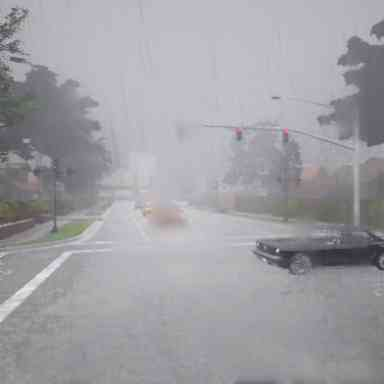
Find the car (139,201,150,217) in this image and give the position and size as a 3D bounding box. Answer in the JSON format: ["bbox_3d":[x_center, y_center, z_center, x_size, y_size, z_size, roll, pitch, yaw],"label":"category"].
[{"bbox_3d":[-5.032,2.180,40.787,1.882,1.535,5.008,0,-1,-12],"label":"car"}]

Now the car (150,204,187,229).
[{"bbox_3d":[-1.774,1.795,25.532,2.097,1.767,4.553,0,-1,-12],"label":"car"}]

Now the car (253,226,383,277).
[{"bbox_3d":[4.419,1.788,10.662,4.718,1.301,1.895,0,-1,-12],"label":"car"}]

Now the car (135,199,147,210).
[{"bbox_3d":[-9.585,2.422,62.436,2.097,1.767,4.553,0,-1,-12],"label":"car"}]
